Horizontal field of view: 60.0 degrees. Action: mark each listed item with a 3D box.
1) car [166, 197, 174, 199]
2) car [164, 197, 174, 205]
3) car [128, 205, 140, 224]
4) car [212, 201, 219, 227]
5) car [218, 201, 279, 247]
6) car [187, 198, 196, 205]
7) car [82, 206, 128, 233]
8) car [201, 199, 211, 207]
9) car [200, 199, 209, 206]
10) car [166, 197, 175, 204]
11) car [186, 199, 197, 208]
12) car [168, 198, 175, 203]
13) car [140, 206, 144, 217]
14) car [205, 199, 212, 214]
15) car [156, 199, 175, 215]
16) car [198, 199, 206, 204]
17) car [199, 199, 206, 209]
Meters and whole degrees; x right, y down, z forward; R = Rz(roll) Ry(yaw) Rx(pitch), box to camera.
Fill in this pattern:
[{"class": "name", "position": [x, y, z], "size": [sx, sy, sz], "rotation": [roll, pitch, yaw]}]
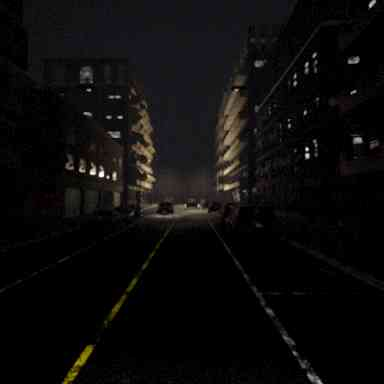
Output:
[{"class": "car", "position": [-5.701, 2.318, 77.142], "size": [1.947, 1.339, 4.313], "rotation": [1, -1, 0]}, {"class": "car", "position": [-5.698, 2.122, 82.714], "size": [2.192, 1.841, 5.009], "rotation": [1, -1, 0]}, {"class": "car", "position": [-5.687, 1.845, 27.003], "size": [1.802, 1.307, 4.206], "rotation": [1, -1, 0]}, {"class": "car", "position": [2.698, 1.524, 21.397], "size": [2.192, 1.841, 5.009], "rotation": [1, -1, 0]}, {"class": "car", "position": [2.699, 1.470, 15.827], "size": [2.192, 1.841, 5.009], "rotation": [1, -1, 0]}, {"class": "car", "position": [-0.022, 2.252, 78.284], "size": [2.033, 1.411, 5.357], "rotation": [0, -1, 0]}, {"class": "car", "position": [-5.686, 1.753, 21.433], "size": [1.887, 1.381, 4.507], "rotation": [1, -1, 0]}, {"class": "car", "position": [2.683, 2.170, 66.132], "size": [1.752, 1.417, 4.829], "rotation": [1, -1, 0]}, {"class": "car", "position": [2.681, 2.280, 71.533], "size": [1.802, 1.307, 4.206], "rotation": [1, -1, 0]}, {"class": "car", "position": [-5.700, 2.176, 88.286], "size": [2.192, 1.841, 5.009], "rotation": [1, -1, 0]}, {"class": "car", "position": [0.012, 2.172, 58.640], "size": [1.895, 1.301, 4.718], "rotation": [0, -1, 1]}, {"class": "car", "position": [-5.705, 2.498, 93.854], "size": [1.802, 1.307, 4.206], "rotation": [1, -1, 0]}, {"class": "car", "position": [-5.689, 1.899, 32.574], "size": [1.802, 1.307, 4.206], "rotation": [1, -1, 0]}, {"class": "car", "position": [2.988, 1.914, 41.874], "size": [1.837, 1.490, 4.892], "rotation": [0, -1, 0]}, {"class": "car", "position": [-3.106, 1.911, 39.604], "size": [1.812, 1.442, 4.674], "rotation": [0, -1, 0]}, {"class": "car", "position": [2.676, 2.443, 88.246], "size": [1.802, 1.307, 4.206], "rotation": [1, -1, 0]}, {"class": "car", "position": [2.685, 2.085, 54.820], "size": [2.008, 1.369, 4.403], "rotation": [1, -1, 0]}]
